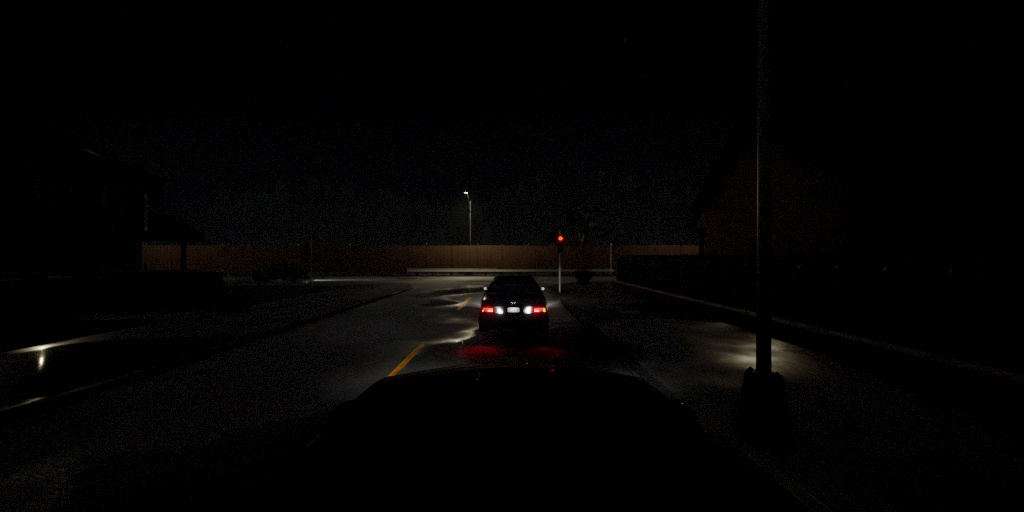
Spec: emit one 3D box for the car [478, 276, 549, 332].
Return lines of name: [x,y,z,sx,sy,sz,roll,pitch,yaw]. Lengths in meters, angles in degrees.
car: [0.058,1.297,10.836,2.033,1.411,5.357,0,0,1]

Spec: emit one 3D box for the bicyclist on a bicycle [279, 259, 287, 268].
bicyclist on a bicycle: [-23.971,1.099,37.490,0.582,1.620,1.656,0,0,0]

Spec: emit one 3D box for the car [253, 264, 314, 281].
car: [-18.493,1.314,29.090,4.181,1.385,1.994,0,0,0]
